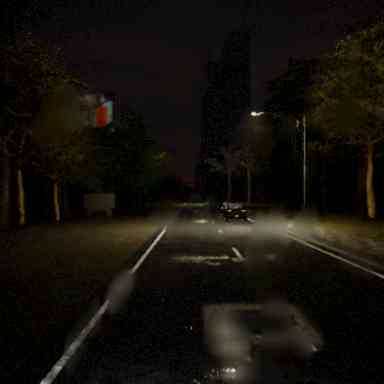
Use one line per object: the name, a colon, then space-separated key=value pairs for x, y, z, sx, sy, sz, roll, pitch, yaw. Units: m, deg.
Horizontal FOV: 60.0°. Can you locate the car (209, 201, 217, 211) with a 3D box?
car: x=3.617 y=1.987 z=47.993 sx=1.994 sy=1.385 sz=4.181 roll=0 pitch=-1 yaw=0

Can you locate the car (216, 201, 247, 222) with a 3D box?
car: x=3.610 y=1.756 z=29.174 sx=2.128 sy=1.511 sz=4.902 roll=0 pitch=0 yaw=0
